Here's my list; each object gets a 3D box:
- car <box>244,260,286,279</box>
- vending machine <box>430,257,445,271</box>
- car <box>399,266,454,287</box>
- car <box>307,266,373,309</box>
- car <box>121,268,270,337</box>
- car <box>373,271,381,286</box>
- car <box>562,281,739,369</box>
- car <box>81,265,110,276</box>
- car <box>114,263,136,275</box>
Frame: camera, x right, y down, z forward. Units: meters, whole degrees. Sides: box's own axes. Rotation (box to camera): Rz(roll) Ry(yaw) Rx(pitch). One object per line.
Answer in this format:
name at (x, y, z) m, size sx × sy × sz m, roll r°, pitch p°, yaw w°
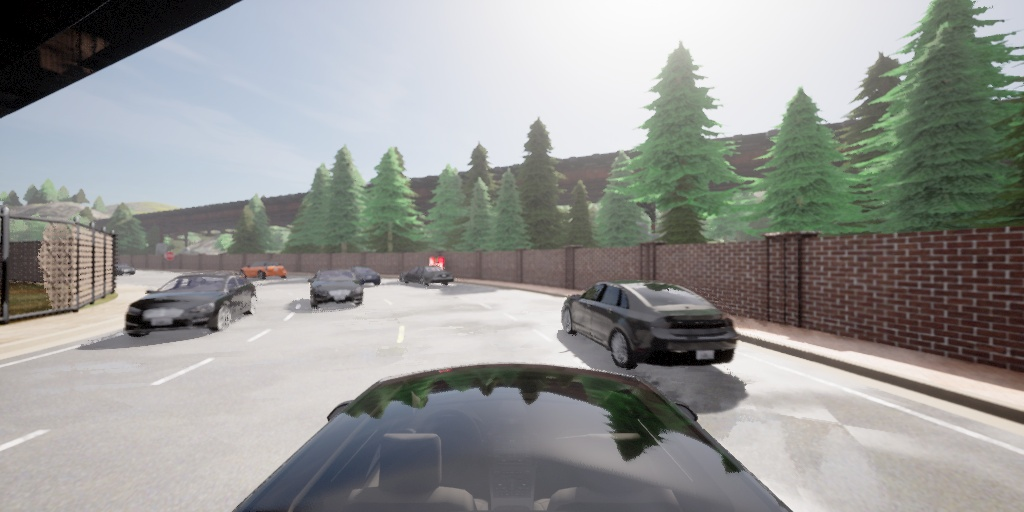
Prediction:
car at (-23.534, 1.280, 33.838) m, size 4.553 × 1.767 × 2.097 m, roll 0°, pitch 0°, yaw 27°
vending machine at (-6.710, 1.099, 32.200) m, size 0.880 × 2.100 × 1.100 m, roll 0°, pitch 0°, yaw 42°
car at (-6.317, 1.422, 26.164) m, size 2.033 × 1.411 × 5.357 m, roll 0°, pitch 0°, yaw -42°
car at (-7.660, 1.316, 15.565) m, size 2.128 × 1.511 × 4.902 m, roll 0°, pitch 0°, yaw -30°
car at (-9.164, 1.293, 10.695) m, size 2.128 × 1.511 × 4.902 m, roll 0°, pitch 0°, yaw -23°
car at (-11.255, 1.440, 26.013) m, size 4.181 × 1.385 × 1.994 m, roll -1°, pitch -1°, yaw 44°
car at (2.571, 1.284, 7.938) m, size 1.837 × 1.490 × 4.892 m, roll 1°, pitch 0°, yaw -10°
car at (-41.136, 1.547, 34.423) m, size 4.718 × 1.301 × 1.895 m, roll 0°, pitch 0°, yaw 26°
car at (-43.480, 1.464, 39.426) m, size 4.902 × 1.511 × 2.128 m, roll 0°, pitch 0°, yaw 26°
